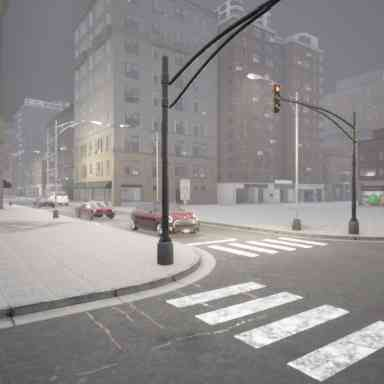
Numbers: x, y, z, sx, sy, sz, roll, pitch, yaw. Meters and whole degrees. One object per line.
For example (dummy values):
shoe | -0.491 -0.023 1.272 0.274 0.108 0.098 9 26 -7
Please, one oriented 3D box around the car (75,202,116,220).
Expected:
car | -7.788 1.478 26.592 1.895 1.301 4.718 0 0 -35

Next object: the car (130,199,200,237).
car | -1.547 1.280 17.879 2.097 1.767 4.553 0 0 -36

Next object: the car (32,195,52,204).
car | -25.515 1.270 56.491 2.033 1.411 5.357 0 0 -35

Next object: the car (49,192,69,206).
car | -19.536 0.989 48.131 2.150 2.045 5.566 0 0 -36

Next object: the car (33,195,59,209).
car | -18.628 1.392 41.846 1.895 1.301 4.718 0 0 -35
